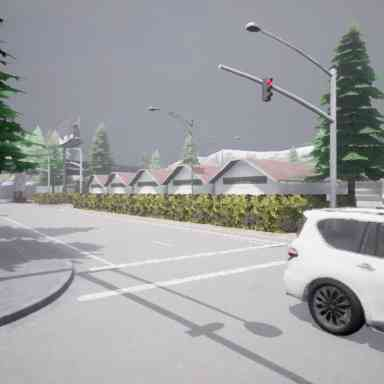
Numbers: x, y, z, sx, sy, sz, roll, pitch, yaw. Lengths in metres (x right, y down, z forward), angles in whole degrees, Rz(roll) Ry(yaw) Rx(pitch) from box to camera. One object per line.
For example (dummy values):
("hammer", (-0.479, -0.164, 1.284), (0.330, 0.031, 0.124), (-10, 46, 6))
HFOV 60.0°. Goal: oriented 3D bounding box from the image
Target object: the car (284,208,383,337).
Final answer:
("car", (3.939, 1.345, 4.603), (2.150, 2.045, 5.566), (0, 1, -36))
